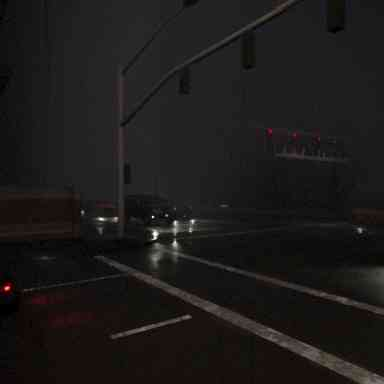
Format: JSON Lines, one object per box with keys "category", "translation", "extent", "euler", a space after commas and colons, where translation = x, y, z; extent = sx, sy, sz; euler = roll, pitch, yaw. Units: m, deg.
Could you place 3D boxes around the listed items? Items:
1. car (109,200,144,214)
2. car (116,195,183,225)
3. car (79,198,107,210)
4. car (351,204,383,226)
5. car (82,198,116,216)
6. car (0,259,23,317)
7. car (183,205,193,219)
{"category": "car", "translation": [-7.144, 1.601, 35.894], "extent": [1.895, 1.301, 4.718], "euler": [0, 0, -36]}
{"category": "car", "translation": [-3.316, 1.222, 24.563], "extent": [2.150, 2.045, 5.566], "euler": [0, 0, -36]}
{"category": "car", "translation": [-13.348, 1.547, 44.545], "extent": [2.033, 1.411, 5.357], "euler": [0, 0, -36]}
{"category": "car", "translation": [13.507, 1.478, 22.461], "extent": [5.008, 1.535, 1.882], "euler": [0, 2, 9]}
{"category": "car", "translation": [-9.078, 1.478, 32.588], "extent": [1.882, 1.535, 5.008], "euler": [0, 0, -36]}
{"category": "car", "translation": [-5.339, 1.547, 4.488], "extent": [5.357, 1.411, 2.033], "euler": [0, 0, -35]}
{"category": "car", "translation": [-1.901, 1.352, 28.595], "extent": [2.097, 1.767, 4.553], "euler": [0, 0, -36]}
